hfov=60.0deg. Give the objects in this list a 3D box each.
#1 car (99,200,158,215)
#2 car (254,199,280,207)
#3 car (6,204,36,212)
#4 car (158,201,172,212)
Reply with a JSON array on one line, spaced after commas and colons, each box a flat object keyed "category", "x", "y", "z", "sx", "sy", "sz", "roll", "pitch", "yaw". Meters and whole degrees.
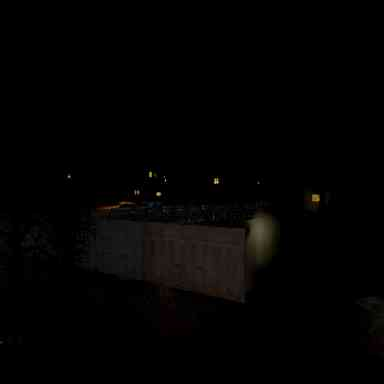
[{"category": "car", "x": -5.686, "y": 1.570, "z": 28.800, "sx": 1.882, "sy": 1.535, "sz": 5.008, "roll": 4, "pitch": 2, "yaw": 41}, {"category": "car", "x": 10.916, "y": 1.684, "z": 48.314, "sx": 4.674, "sy": 1.442, "sz": 1.812, "roll": 1, "pitch": 2, "yaw": -37}, {"category": "car", "x": -13.555, "y": 1.466, "z": 23.721, "sx": 2.033, "sy": 1.411, "sz": 5.357, "roll": 4, "pitch": 2, "yaw": 38}, {"category": "car", "x": -4.387, "y": 1.525, "z": 34.621, "sx": 2.033, "sy": 1.411, "sz": 5.357, "roll": 4, "pitch": 2, "yaw": 43}]
